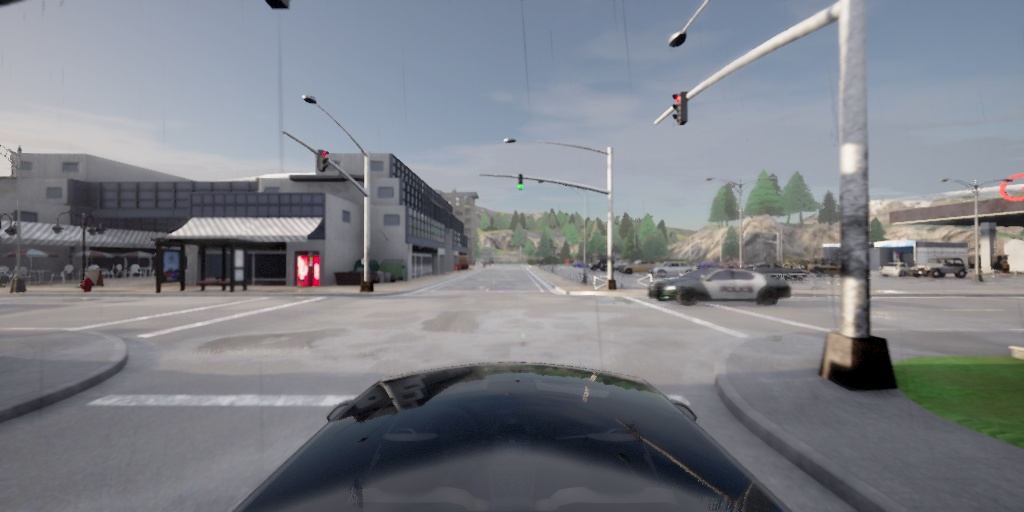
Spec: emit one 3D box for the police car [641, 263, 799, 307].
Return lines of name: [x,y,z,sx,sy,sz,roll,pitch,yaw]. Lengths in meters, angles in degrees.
police car: [8.173,1.191,14.474,4.974,1.542,2.038,0,-1,1]
